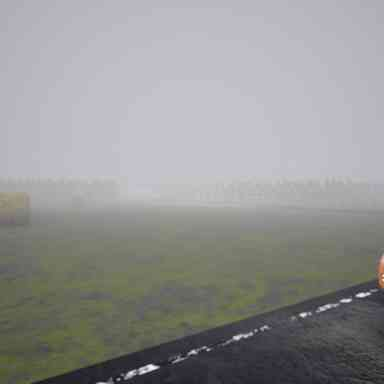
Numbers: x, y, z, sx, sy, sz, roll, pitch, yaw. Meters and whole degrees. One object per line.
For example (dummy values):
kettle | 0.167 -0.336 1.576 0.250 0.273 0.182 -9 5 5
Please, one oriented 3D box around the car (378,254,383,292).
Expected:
car | 6.163 1.366 7.444 4.553 1.767 2.097 0 0 -35
